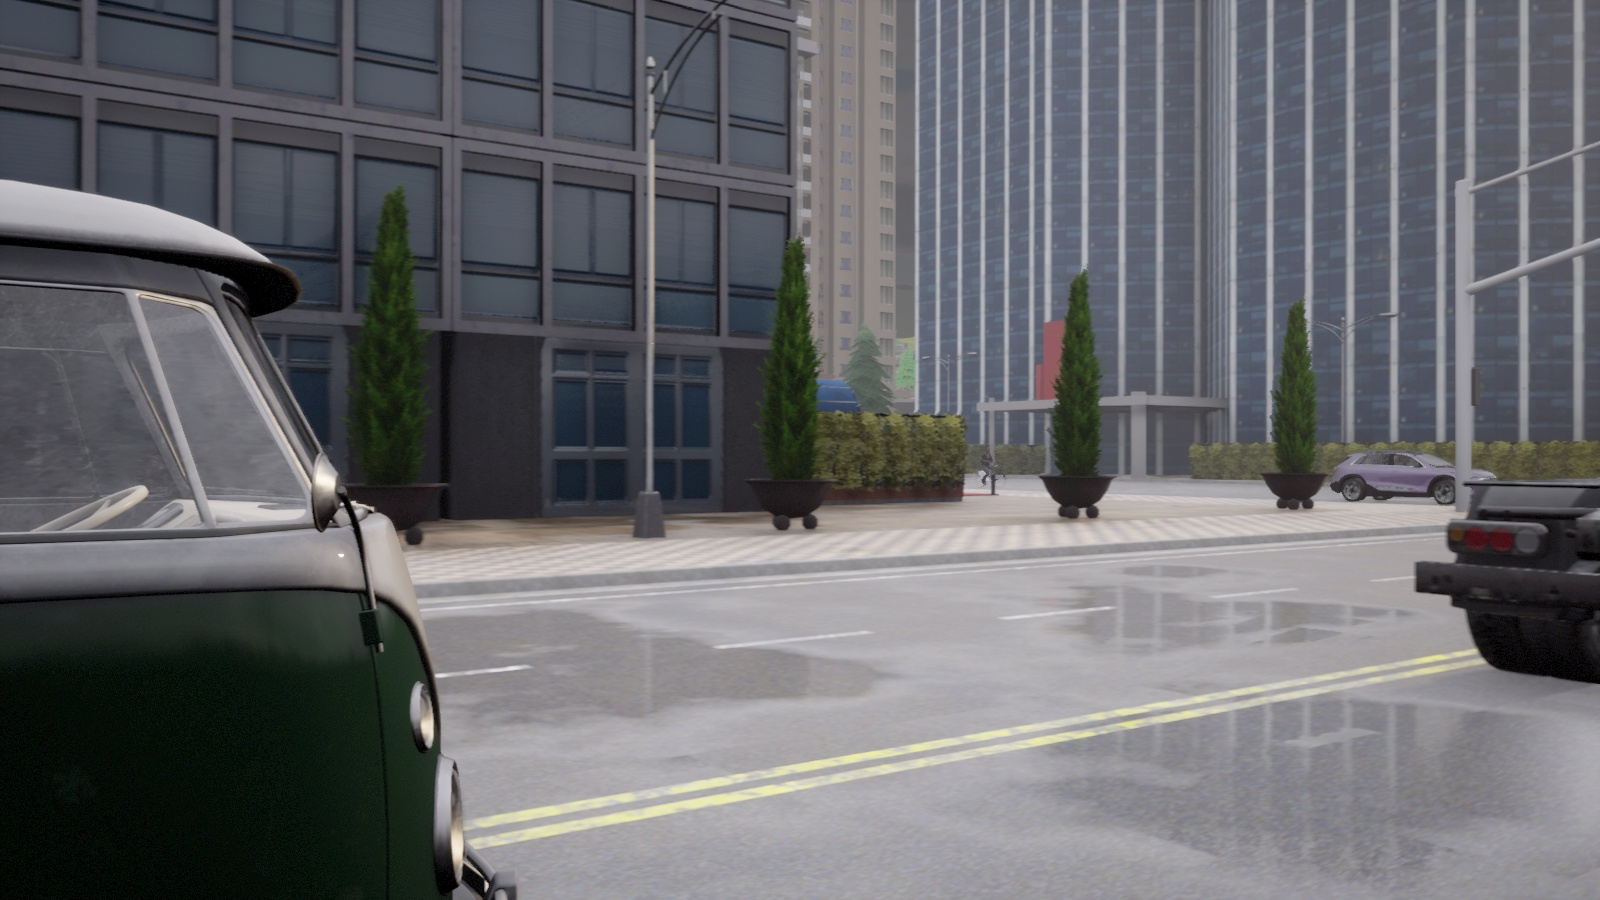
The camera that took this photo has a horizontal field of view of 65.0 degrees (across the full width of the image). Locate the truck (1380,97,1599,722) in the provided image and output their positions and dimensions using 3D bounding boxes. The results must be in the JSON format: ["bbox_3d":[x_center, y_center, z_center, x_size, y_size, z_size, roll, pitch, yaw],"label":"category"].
[{"bbox_3d":[7.786,-0.230,9.082,7.936,3.462,2.891,0,0,-35],"label":"truck"}]

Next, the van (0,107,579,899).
[{"bbox_3d":[-2.735,0.507,1.756,4.442,1.987,1.775,0,0,-35],"label":"van"}]

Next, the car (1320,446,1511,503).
[{"bbox_3d":[18.794,0.731,38.556,2.033,1.649,4.856,0,-1,-35],"label":"car"}]

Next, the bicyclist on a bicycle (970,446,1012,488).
[{"bbox_3d":[8.143,0.730,53.644,0.659,1.776,1.843,0,0,-35],"label":"bicyclist on a bicycle"}]
